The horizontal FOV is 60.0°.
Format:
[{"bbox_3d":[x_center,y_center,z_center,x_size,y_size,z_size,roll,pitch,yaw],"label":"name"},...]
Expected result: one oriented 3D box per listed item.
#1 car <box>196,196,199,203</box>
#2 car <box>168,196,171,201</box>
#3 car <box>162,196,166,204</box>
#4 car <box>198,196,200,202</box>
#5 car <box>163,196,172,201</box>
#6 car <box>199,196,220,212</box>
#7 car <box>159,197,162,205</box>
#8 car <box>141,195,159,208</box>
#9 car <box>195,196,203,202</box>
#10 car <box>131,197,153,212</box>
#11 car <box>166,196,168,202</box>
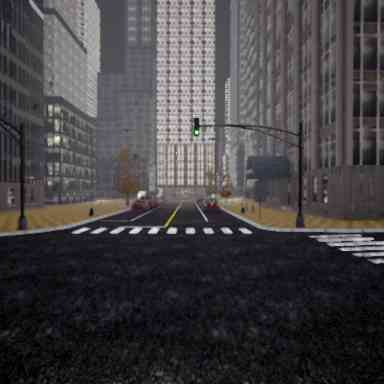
[{"bbox_3d":[1.912,1.709,73.163,1.802,1.307,4.206,0,0,-1],"label":"car"},{"bbox_3d":[-6.526,1.695,78.636,1.802,1.307,4.206,0,0,-1],"label":"car"},{"bbox_3d":[-6.353,1.610,61.789,1.752,1.417,4.829,0,0,-1],"label":"car"},{"bbox_3d":[2.195,1.606,45.536,1.752,1.417,4.829,0,0,-1],"label":"car"},{"bbox_3d":[-6.640,1.683,89.755,2.008,1.369,4.403,0,0,-1],"label":"car"},{"bbox_3d":[2.253,1.511,39.807,1.967,1.590,4.097,0,0,-1],"label":"car"},{"bbox_3d":[-6.241,1.381,50.842,2.192,1.841,5.009,0,0,-1],"label":"car"},{"bbox_3d":[-6.184,1.372,45.282,2.192,1.841,5.009,0,0,-1],"label":"car"},{"bbox_3d":[1.795,1.671,84.452,1.752,1.417,4.829,0,0,-1],"label":"car"},{"bbox_3d":[-6.125,1.592,39.722,1.887,1.381,4.507,0,0,-1],"label":"car"},{"bbox_3d":[-6.411,1.639,67.518,1.887,1.381,4.507,0,0,-1],"label":"car"}]
